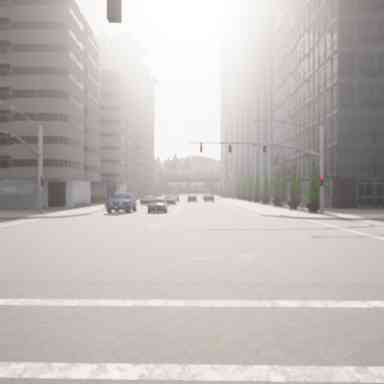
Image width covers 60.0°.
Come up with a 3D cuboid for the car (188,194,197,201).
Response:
[{"bbox_3d":[0.042,1.208,76.637,1.994,1.385,4.181,0,0,0],"label":"car"}]

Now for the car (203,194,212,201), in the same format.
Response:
[{"bbox_3d":[3.542,1.215,76.808,1.994,1.385,4.181,0,0,0],"label":"car"}]

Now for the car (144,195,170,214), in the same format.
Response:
[{"bbox_3d":[-3.482,1.366,33.933,1.837,1.490,4.892,0,0,-2],"label":"car"}]

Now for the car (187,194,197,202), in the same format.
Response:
[{"bbox_3d":[0.037,1.202,67.309,1.882,1.535,5.008,0,0,0],"label":"car"}]

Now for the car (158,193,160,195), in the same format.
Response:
[{"bbox_3d":[-6.965,1.078,67.775,2.097,1.767,4.553,0,0,0],"label":"car"}]

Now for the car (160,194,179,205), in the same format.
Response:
[{"bbox_3d":[-3.540,1.262,52.596,1.882,1.535,5.008,0,0,0],"label":"car"}]

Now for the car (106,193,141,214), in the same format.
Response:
[{"bbox_3d":[-7.137,1.081,34.295,2.150,2.045,5.566,0,0,2],"label":"car"}]

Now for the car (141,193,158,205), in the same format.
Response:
[{"bbox_3d":[-7.037,1.262,52.534,1.882,1.535,5.008,0,0,0],"label":"car"}]

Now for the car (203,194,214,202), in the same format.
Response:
[{"bbox_3d":[3.537,1.226,68.141,1.837,1.490,4.892,0,0,0],"label":"car"}]
